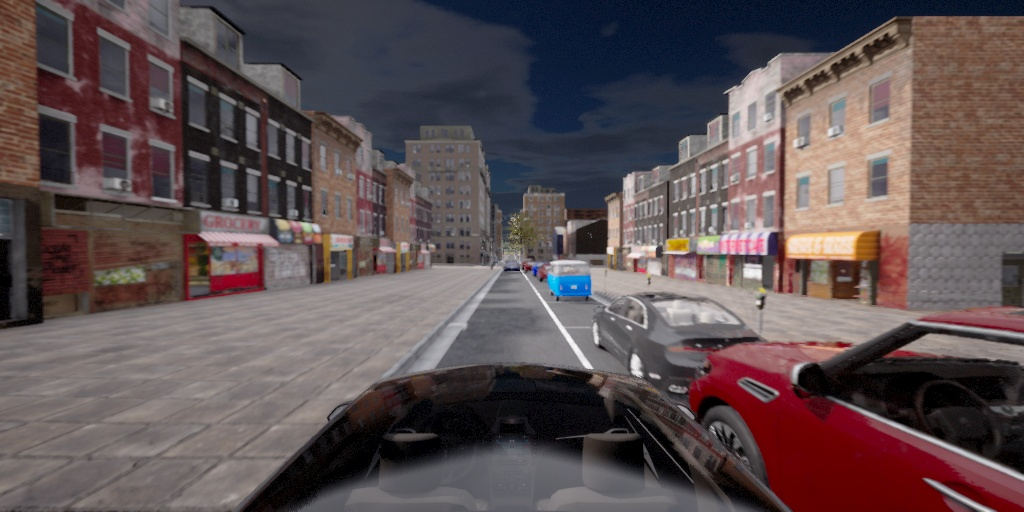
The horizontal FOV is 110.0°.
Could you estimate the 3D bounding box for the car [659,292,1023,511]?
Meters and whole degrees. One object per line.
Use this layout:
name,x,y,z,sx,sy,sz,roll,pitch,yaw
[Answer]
car,2.636,1.064,1.204,2.192,1.841,5.009,0,0,0

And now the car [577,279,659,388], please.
car,2.638,1.302,6.492,2.007,1.370,4.403,0,0,0

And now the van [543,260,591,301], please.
van,2.640,1.106,17.073,1.690,1.789,3.998,0,0,0

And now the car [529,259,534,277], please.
car,3.023,1.302,36.144,1.882,1.535,5.008,0,0,0

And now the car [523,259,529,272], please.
car,2.648,1.435,48.812,1.888,1.381,4.507,0,0,0

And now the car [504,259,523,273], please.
car,0.014,1.341,45.763,1.994,1.385,4.181,0,0,0

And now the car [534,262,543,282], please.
car,3.030,1.323,29.141,1.812,1.442,4.674,0,0,0
